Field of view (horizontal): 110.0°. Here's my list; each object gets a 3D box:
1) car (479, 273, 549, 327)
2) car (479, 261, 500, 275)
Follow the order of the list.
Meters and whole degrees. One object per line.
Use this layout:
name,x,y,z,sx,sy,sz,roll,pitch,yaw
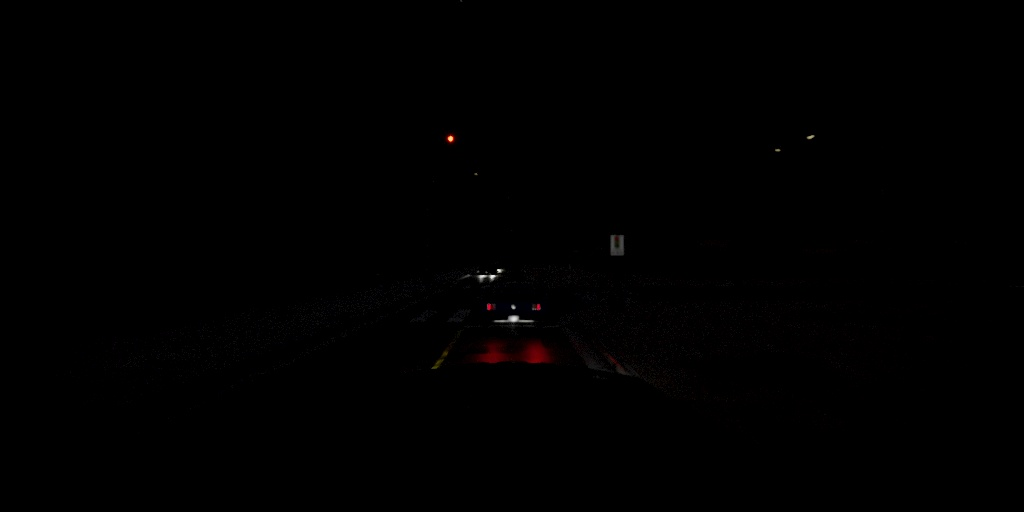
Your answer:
car,0.059,1.393,11.771,1.895,1.301,4.718,0,0,0
car,-2.887,1.488,42.994,2.033,1.411,5.357,0,0,0
